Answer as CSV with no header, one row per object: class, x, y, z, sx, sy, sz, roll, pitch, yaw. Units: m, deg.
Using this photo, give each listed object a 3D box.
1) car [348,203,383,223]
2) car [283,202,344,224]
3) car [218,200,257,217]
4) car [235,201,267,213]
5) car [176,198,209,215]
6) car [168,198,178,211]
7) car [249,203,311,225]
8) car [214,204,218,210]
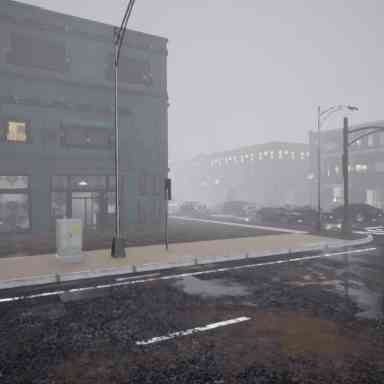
car,13.064,1.642,27.361,1.882,1.535,5.008,-1,0,-29
car,9.705,1.775,27.233,1.994,1.385,4.181,-1,0,-29
car,5.152,1.670,35.326,2.097,1.767,4.553,-1,0,-29
car,7.544,1.904,42.869,1.802,1.307,4.206,-1,0,-29
car,0.238,1.846,38.759,1.967,1.590,4.097,-1,0,-29
car,-3.567,2.044,50.901,1.812,1.442,4.674,-1,0,-29
car,6.938,1.814,26.605,1.947,1.339,4.313,-1,0,-29
car,4.831,1.966,47.693,1.802,1.307,4.206,-1,0,-29
